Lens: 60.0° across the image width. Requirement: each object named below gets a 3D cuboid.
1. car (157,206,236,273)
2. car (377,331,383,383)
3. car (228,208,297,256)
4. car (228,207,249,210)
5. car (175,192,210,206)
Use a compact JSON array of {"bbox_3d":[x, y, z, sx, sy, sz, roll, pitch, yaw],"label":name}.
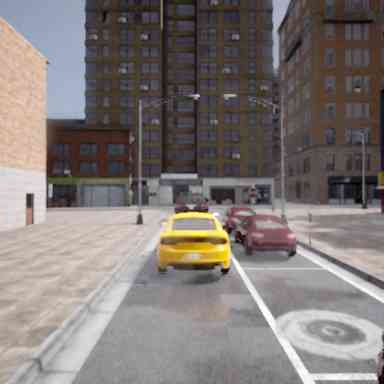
[{"bbox_3d":[0.040,1.385,10.386,1.882,1.535,5.008,0,0,0],"label":"car"},{"bbox_3d":[2.646,1.530,1.437,1.887,1.381,4.507,1,1,0],"label":"car"},{"bbox_3d":[2.597,1.472,12.313,1.802,1.307,4.206,1,0,0],"label":"car"},{"bbox_3d":[2.572,1.427,17.752,1.802,1.307,4.206,1,0,0],"label":"car"},{"bbox_3d":[-0.001,1.027,22.562,2.150,2.045,5.566,0,1,1],"label":"car"}]
